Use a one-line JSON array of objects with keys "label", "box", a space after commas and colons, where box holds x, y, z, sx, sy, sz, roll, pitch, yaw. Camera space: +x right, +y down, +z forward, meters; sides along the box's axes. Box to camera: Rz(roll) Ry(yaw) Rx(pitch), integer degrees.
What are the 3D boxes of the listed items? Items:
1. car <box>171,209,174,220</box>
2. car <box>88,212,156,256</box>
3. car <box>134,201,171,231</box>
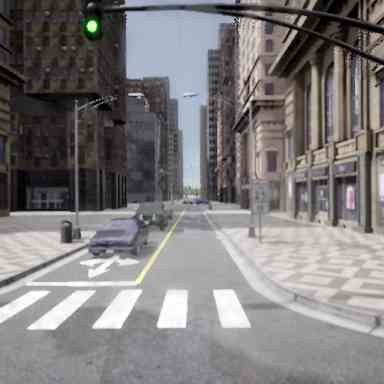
[{"label": "car", "box": [-3.005, 2.253, 35.636, 1.812, 1.442, 4.674, 0, -1, 0]}, {"label": "car", "box": [-3.070, 1.891, 15.089, 2.033, 1.411, 5.357, 0, -1, 0]}, {"label": "car", "box": [-3.046, 1.756, 25.311, 2.150, 2.045, 5.566, 0, -1, 0]}]
